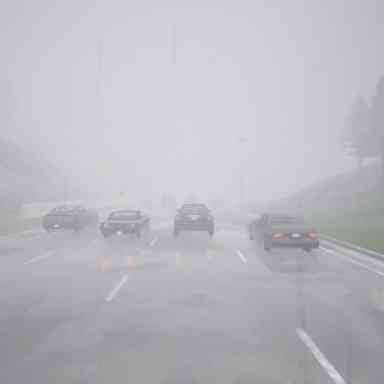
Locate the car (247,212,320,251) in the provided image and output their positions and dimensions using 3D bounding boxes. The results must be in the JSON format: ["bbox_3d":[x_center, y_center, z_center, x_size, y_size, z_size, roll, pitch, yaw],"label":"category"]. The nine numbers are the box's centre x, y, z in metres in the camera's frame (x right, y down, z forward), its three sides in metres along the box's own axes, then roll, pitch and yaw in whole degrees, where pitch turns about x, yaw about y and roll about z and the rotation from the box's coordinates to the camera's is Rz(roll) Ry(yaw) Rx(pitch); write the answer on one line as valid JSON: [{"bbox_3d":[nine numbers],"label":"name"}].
[{"bbox_3d":[3.603,1.560,14.026,2.033,1.411,5.357,0,0,0],"label":"car"}]

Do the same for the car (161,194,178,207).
[{"bbox_3d":[-3.464,1.266,51.453,2.150,2.045,5.566,0,0,2],"label":"car"}]

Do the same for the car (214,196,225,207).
[{"bbox_3d":[3.522,1.591,50.664,2.033,1.411,5.357,0,0,2],"label":"car"}]

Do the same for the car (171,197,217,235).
[{"bbox_3d":[0.104,1.369,19.099,2.097,1.767,4.553,0,0,0],"label":"car"}]

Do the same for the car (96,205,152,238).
[{"bbox_3d":[-3.397,1.616,17.840,1.895,1.301,4.718,0,0,0],"label":"car"}]

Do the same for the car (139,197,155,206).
[{"bbox_3d":[-6.959,1.536,51.823,2.128,1.511,4.902,0,0,2],"label":"car"}]

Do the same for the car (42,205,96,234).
[{"bbox_3d":[-6.896,1.508,19.342,2.128,1.511,4.902,0,0,0],"label":"car"}]
